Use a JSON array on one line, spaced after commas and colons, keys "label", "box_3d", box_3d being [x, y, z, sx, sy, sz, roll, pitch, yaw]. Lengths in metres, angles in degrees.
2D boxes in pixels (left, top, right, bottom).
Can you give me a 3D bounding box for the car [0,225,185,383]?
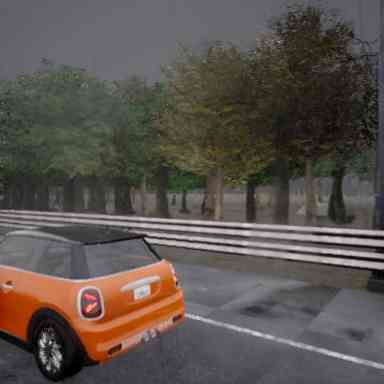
[{"label": "car", "box_3d": [-2.396, 1.370, 5.702, 4.553, 1.767, 2.097, 0, 0, 36]}]
